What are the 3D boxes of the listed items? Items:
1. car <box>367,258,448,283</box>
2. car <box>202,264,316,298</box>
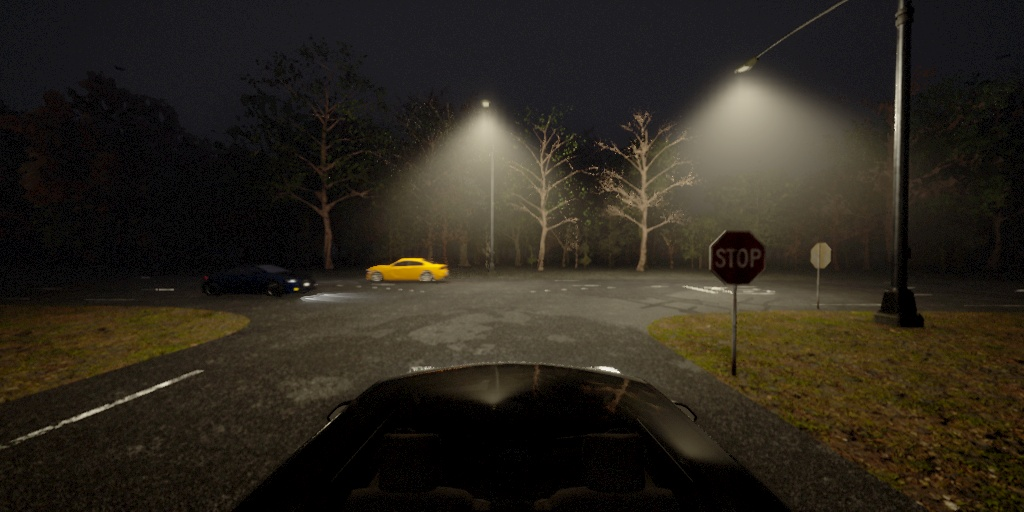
[{"bbox_3d":[-6.589,0.896,22.747,5.008,1.535,1.882,0,1,0],"label":"car"},{"bbox_3d":[-11.030,1.045,15.785,4.181,1.385,1.994,1,1,1],"label":"car"}]
